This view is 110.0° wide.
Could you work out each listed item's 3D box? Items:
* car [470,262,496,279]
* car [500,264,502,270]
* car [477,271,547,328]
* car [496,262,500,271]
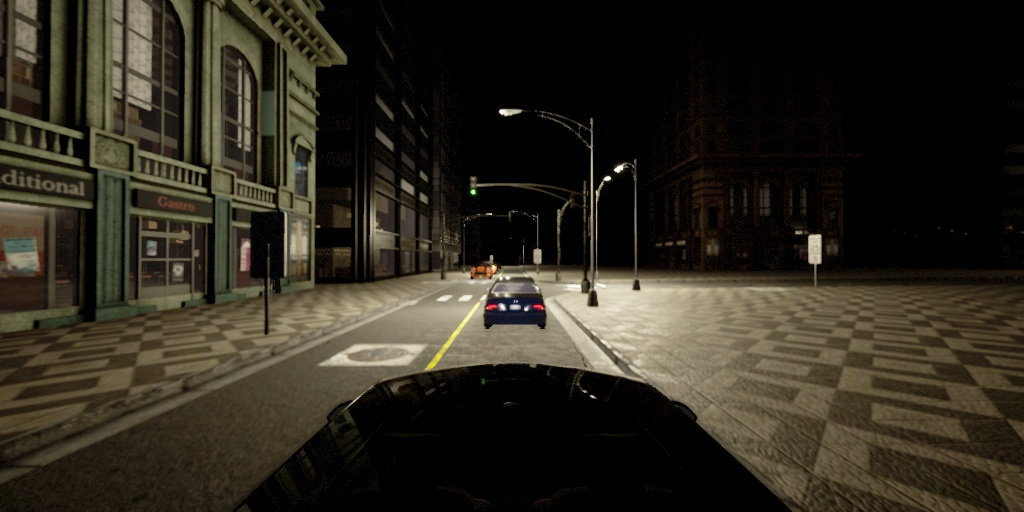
[{"bbox_3d":[-3.083,1.442,37.023,2.097,1.767,4.553,0,-1,-1],"label":"car"},{"bbox_3d":[-3.094,1.839,57.403,2.033,1.411,5.357,0,-1,0],"label":"car"},{"bbox_3d":[0.095,1.394,11.769,2.033,1.411,5.357,0,-1,0],"label":"car"},{"bbox_3d":[-3.106,1.538,46.765,2.097,1.767,4.553,0,-1,0],"label":"car"}]
